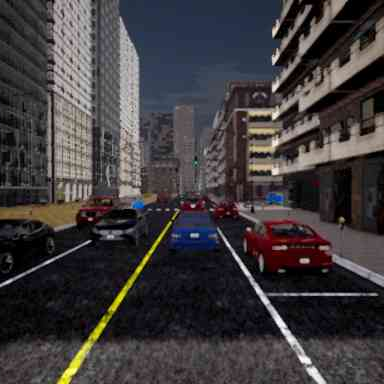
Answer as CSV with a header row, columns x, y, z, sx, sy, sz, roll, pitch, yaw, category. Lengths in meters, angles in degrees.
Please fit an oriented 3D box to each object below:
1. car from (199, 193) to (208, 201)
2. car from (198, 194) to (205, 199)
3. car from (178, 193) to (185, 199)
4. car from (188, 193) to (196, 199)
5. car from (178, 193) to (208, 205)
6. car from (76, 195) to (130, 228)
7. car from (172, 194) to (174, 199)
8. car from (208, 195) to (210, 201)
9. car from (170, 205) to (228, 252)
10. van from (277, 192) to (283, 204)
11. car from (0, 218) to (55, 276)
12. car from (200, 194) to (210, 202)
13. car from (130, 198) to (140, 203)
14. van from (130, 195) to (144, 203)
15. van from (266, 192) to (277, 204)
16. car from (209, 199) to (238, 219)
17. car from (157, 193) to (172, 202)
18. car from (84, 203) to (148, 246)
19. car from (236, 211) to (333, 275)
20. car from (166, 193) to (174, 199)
x,y,z,sx,sy,sz,roll,pitch,yaw,category
2.663,1.118,75.682,1.967,1.590,4.097,0,0,0,car
2.659,1.189,92.266,1.947,1.339,4.313,0,0,0,car
-3.028,1.131,95.579,1.812,1.442,4.674,0,0,0,car
-0.026,1.065,90.764,1.994,1.385,4.181,0,0,0,car
0.084,1.212,29.462,2.097,1.767,4.553,0,0,0,car
-5.702,1.212,21.189,2.192,1.841,5.009,0,0,0,car
-5.716,1.222,75.681,1.887,1.381,4.507,0,0,0,car
2.667,1.263,64.628,1.887,1.381,4.507,0,0,0,car
0.090,1.481,13.560,2.033,1.411,5.357,0,0,0,car
13.717,0.951,43.805,3.998,1.788,1.690,-1,1,0,van
-5.698,1.516,10.145,1.947,1.339,4.313,0,0,0,car
2.665,1.243,70.155,1.887,1.381,4.507,0,0,0,car
-5.703,1.438,26.714,1.947,1.339,4.313,0,0,0,car
-5.705,1.189,32.235,1.690,1.788,3.998,0,0,0,van
13.693,0.876,52.185,3.998,1.788,1.690,-1,1,0,van
2.677,1.417,26.715,1.887,1.381,4.507,0,0,0,car
-5.715,1.034,64.625,2.192,1.841,5.009,0,0,0,car
-3.103,1.452,15.006,1.812,1.442,4.674,0,0,0,car
2.682,1.495,10.147,1.887,1.381,4.507,0,0,0,car
-5.720,1.080,86.737,1.967,1.590,4.097,0,0,0,car
